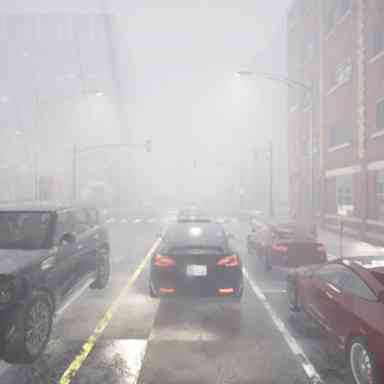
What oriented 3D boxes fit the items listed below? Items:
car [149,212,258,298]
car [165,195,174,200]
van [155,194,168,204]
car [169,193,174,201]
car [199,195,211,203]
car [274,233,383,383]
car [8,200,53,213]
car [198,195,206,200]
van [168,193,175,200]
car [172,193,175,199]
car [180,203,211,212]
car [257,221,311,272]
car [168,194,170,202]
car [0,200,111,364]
[{"bbox_3d":[0.085,1.494,8.501,2.163,1.488,4.792,0,0,0],"label":"car"},{"bbox_3d":[-5.831,1.461,87.998,2.008,1.369,4.403,1,0,0],"label":"car"},{"bbox_3d":[-5.779,1.277,59.737,1.690,1.788,3.998,1,0,0],"label":"van"},{"bbox_3d":[-5.812,1.502,76.693,1.802,1.307,4.206,1,0,0],"label":"car"},{"bbox_3d":[2.598,1.461,59.882,1.752,1.417,4.829,1,0,0],"label":"car"},{"bbox_3d":[2.659,1.577,4.803,1.802,1.307,4.206,1,0,0],"label":"car"},{"bbox_3d":[-18.778,1.676,38.805,4.313,1.339,1.947,0,0,0],"label":"car"},{"bbox_3d":[2.549,1.476,87.973,1.947,1.339,4.313,1,0,0],"label":"car"},{"bbox_3d":[-5.837,1.247,93.650,1.690,1.788,3.998,1,0,0],"label":"van"},{"bbox_3d":[-5.821,1.440,82.176,1.752,1.417,4.829,1,0,0],"label":"car"},{"bbox_3d":[0.070,1.528,17.774,2.033,1.411,5.357,0,0,-1],"label":"car"},{"bbox_3d":[2.819,1.570,10.459,1.802,1.307,4.206,1,0,0],"label":"car"},{"bbox_3d":[-5.792,1.513,65.389,1.802,1.307,4.206,1,0,0],"label":"car"},{"bbox_3d":[-3.095,1.213,6.186,2.150,2.045,5.566,0,0,0],"label":"car"}]
